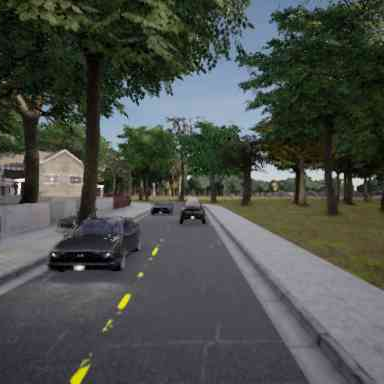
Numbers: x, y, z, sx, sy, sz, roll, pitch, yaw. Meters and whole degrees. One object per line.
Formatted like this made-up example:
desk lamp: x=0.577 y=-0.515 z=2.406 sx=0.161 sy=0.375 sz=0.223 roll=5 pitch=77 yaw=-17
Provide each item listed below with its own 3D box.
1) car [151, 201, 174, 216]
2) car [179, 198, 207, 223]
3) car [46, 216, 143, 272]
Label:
car: x=-2.787 y=1.527 z=31.917 sx=1.895 sy=1.301 sz=4.718 roll=0 pitch=0 yaw=1
car: x=0.061 y=1.447 z=25.108 sx=1.837 sy=1.490 sz=4.892 roll=0 pitch=1 yaw=0
car: x=-2.837 y=1.518 z=11.029 sx=2.033 sy=1.411 sz=5.357 roll=0 pitch=0 yaw=0
